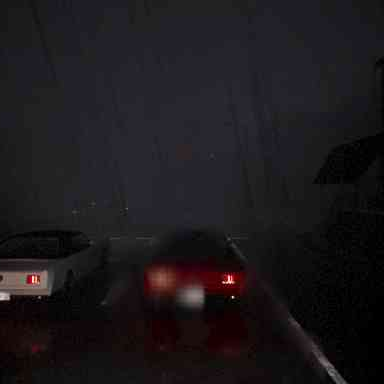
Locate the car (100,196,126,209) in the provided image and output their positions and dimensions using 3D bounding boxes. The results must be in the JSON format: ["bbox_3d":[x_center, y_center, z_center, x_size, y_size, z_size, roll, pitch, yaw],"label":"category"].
[{"bbox_3d":[-10.625,1.526,44.926,1.812,1.442,4.674,0,0,0],"label":"car"}]

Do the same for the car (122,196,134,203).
[{"bbox_3d":[-14.048,1.519,73.004,1.812,1.442,4.674,0,0,0],"label":"car"}]

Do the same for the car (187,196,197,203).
[{"bbox_3d":[0.055,1.477,67.828,1.882,1.535,5.008,0,0,0],"label":"car"}]

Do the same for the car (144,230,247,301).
[{"bbox_3d":[0.072,1.601,8.261,1.895,1.301,4.718,0,0,0],"label":"car"}]

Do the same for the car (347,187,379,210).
[{"bbox_3d":[14.366,0.769,28.462,4.553,1.767,2.097,-15,0,-1],"label":"car"}]

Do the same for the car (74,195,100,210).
[{"bbox_3d":[-14.128,1.491,44.147,2.128,1.511,4.902,0,0,0],"label":"car"}]

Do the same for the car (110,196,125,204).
[{"bbox_3d":[-14.092,1.564,63.081,1.994,1.385,4.181,0,0,0],"label":"car"}]

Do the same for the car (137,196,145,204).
[{"bbox_3d":[-10.589,1.564,62.580,1.994,1.385,4.181,0,0,1],"label":"car"}]

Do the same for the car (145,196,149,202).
[{"bbox_3d":[-10.548,1.536,72.973,2.033,1.411,5.357,0,0,0],"label":"car"}]

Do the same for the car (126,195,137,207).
[{"bbox_3d":[-10.626,1.352,52.650,2.097,1.767,4.553,0,0,0],"label":"car"}]

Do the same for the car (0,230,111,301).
[{"bbox_3d":[-3.428,1.601,8.241,1.895,1.301,4.718,0,0,0],"label":"car"}]

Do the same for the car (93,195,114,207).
[{"bbox_3d":[-14.122,1.352,53.200,2.097,1.767,4.553,0,0,1],"label":"car"}]
